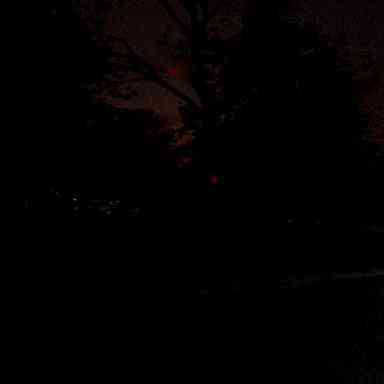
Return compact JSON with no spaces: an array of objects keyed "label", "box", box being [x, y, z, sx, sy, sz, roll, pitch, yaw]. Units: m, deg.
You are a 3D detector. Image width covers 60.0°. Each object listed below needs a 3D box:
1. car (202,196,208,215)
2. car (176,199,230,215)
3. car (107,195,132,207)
[{"label":"car","box":[2.243,1.103,26.021,4.553,1.767,2.097,0,1,34]},{"label":"car","box":[0.970,1.311,30.908,4.718,1.301,1.895,0,1,32]},{"label":"car","box":[-9.337,1.121,43.234,2.128,1.511,4.902,0,0,12]}]
